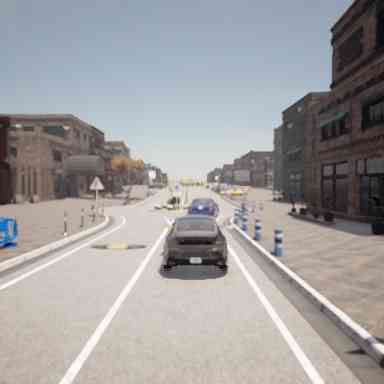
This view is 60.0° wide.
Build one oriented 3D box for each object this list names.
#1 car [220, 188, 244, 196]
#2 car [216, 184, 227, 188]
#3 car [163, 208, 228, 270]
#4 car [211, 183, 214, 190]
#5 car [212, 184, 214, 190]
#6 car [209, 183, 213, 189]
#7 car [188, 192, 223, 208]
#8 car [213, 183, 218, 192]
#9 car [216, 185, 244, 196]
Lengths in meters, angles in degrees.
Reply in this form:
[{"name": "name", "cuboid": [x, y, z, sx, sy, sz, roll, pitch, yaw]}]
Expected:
[{"name": "car", "cuboid": [8.189, -0.058, 68.469, 4.674, 1.452, 2.002, 0, 2, -1]}, {"name": "car", "cuboid": [8.122, -0.346, 71.213, 4.553, 1.767, 2.185, 0, 2, -1]}, {"name": "car", "cuboid": [0.101, 1.507, 11.032, 1.837, 1.490, 4.892, 0, 0, 0]}, {"name": "car", "cuboid": [8.003, -0.777, 84.987, 4.892, 1.521, 2.231, 0, 2, -1]}, {"name": "car", "cuboid": [8.054, -0.566, 79.479, 5.008, 1.535, 2.097, 0, 2, -1]}, {"name": "car", "cuboid": [7.939, -0.976, 90.495, 5.008, 1.535, 2.097, 0, 2, -1]}, {"name": "car", "cuboid": [1.044, 1.182, 27.256, 2.097, 1.767, 4.553, 0, 1, 11]}, {"name": "car", "cuboid": [8.151, -0.590, 73.961, 5.566, 2.045, 2.435, 0, 2, -1]}, {"name": "car", "cuboid": [8.031, 0.025, 65.710, 5.366, 1.575, 1.946, 0, 3, -1]}]
